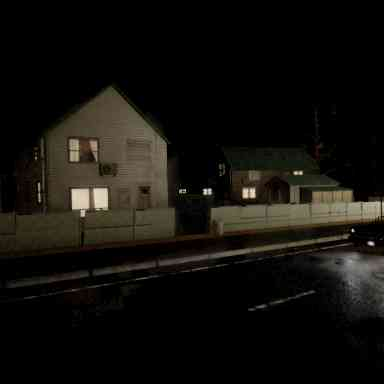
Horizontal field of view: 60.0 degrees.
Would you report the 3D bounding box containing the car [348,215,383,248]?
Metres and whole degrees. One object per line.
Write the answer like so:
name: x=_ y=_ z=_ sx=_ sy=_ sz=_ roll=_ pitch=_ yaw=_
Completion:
car: x=8.441 y=1.597 z=13.594 sx=4.718 sy=1.301 sz=1.895 roll=0 pitch=0 yaw=-35
